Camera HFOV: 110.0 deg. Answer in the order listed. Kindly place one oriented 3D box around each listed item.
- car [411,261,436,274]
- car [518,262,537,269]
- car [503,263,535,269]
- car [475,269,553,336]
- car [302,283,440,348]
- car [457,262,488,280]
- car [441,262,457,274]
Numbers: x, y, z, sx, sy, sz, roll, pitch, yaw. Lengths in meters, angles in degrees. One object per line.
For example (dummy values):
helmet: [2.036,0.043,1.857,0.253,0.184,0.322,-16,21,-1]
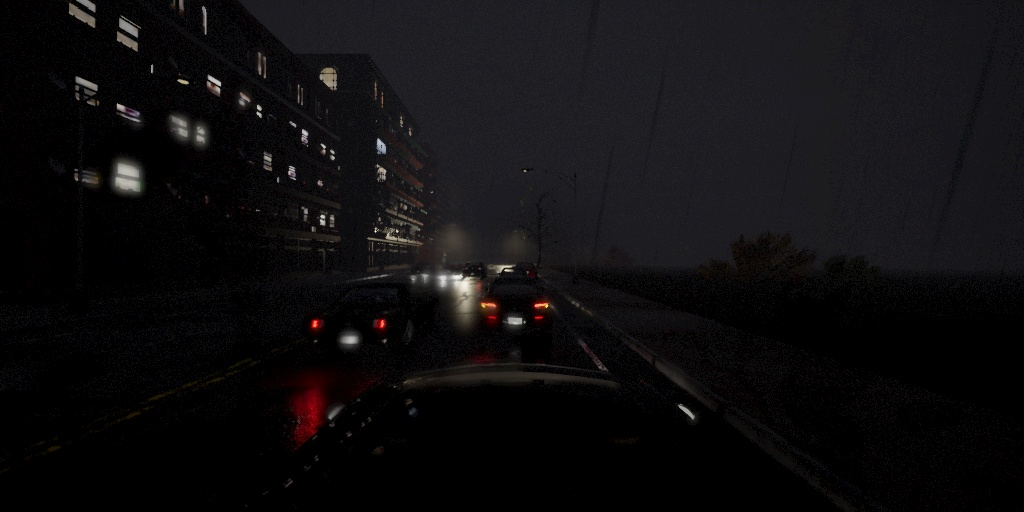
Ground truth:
car: [-9.936,1.300,40.735,2.033,1.411,5.357,0,0,0]
car: [1.075,1.231,29.945,1.882,1.535,5.008,0,0,0]
car: [0.060,1.317,20.417,1.994,1.385,4.181,0,0,0]
car: [0.073,1.277,10.250,1.812,1.442,4.674,0,0,0]
car: [-3.168,1.352,9.235,1.895,1.301,4.718,0,0,0]
car: [-3.216,1.246,31.623,2.128,1.511,4.902,0,0,0]
car: [-6.686,1.354,40.262,1.895,1.301,4.718,0,0,0]
